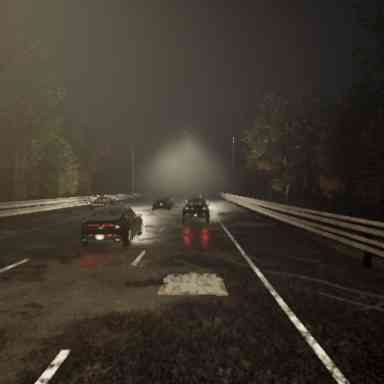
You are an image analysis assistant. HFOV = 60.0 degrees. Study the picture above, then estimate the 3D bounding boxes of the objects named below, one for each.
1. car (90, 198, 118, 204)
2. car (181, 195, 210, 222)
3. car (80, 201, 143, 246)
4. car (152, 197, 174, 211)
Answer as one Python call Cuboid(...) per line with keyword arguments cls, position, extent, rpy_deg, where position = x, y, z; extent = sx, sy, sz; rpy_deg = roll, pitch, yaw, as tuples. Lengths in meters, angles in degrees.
Cuboid(cls="car", position=(-6.602, 1.189, 26.006), extent=(2.128, 1.511, 4.902), rpy_deg=(2, -2, 0))
Cuboid(cls="car", position=(0.264, 1.245, 23.542), extent=(2.128, 1.511, 4.902), rpy_deg=(0, 1, 1))
Cuboid(cls="car", position=(-3.334, 1.358, 14.500), extent=(1.837, 1.490, 4.892), rpy_deg=(0, 1, 0))
Cuboid(cls="car", position=(-3.037, 1.192, 35.341), extent=(1.994, 1.385, 4.181), rpy_deg=(0, 1, 1))
